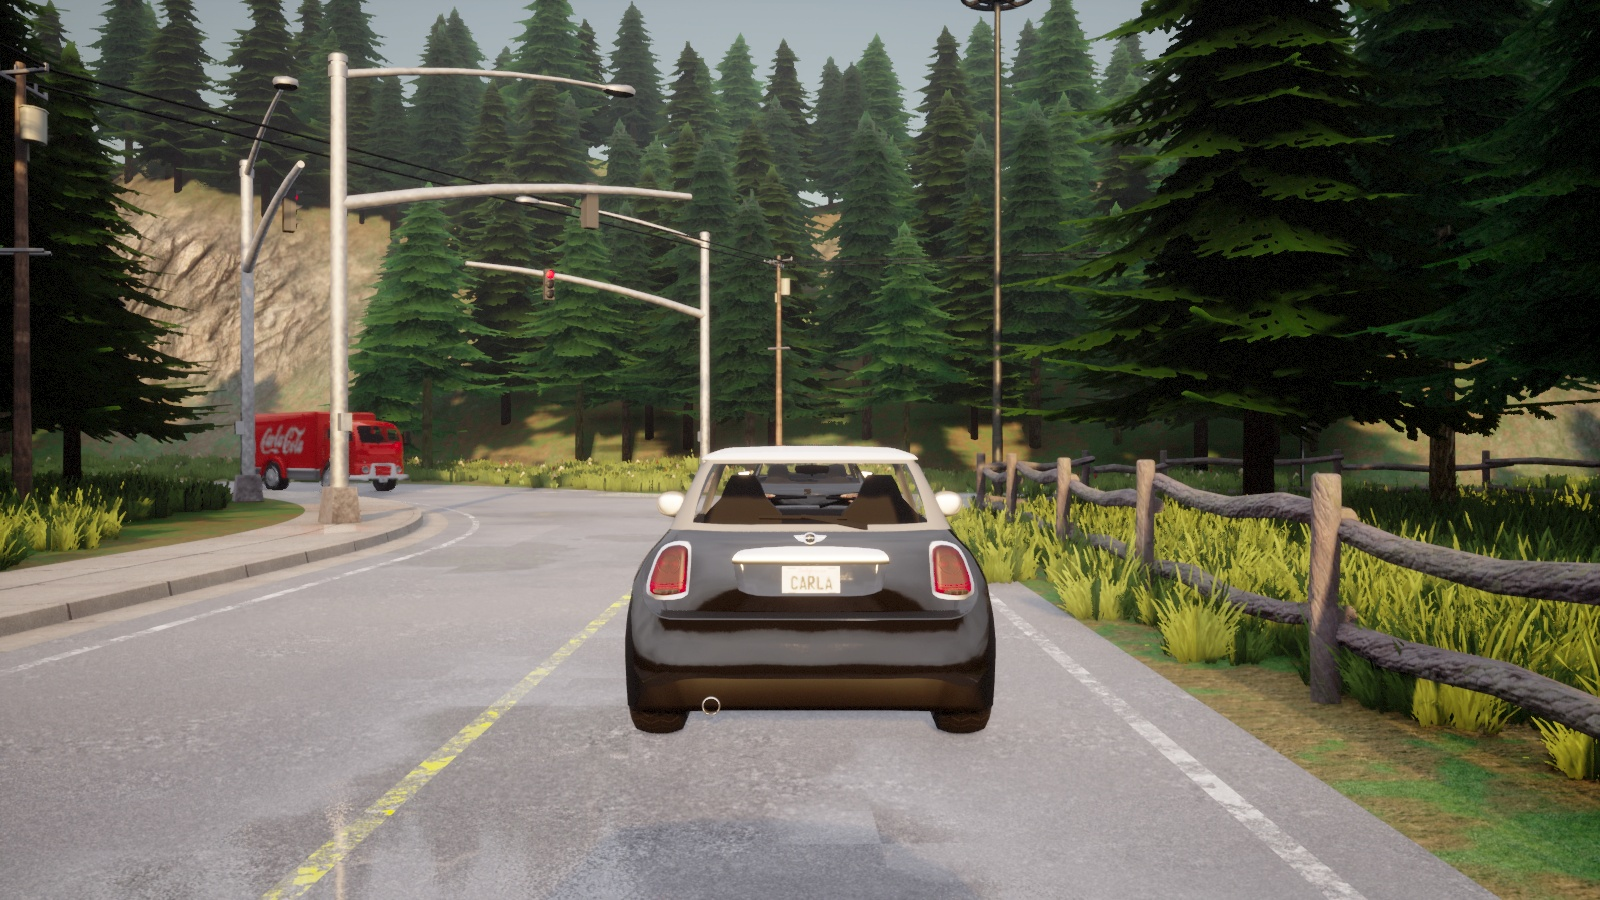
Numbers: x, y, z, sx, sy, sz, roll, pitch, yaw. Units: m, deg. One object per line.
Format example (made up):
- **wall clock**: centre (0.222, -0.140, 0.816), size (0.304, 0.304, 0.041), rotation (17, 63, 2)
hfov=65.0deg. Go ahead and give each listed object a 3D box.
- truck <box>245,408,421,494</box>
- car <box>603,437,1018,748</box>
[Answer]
- **truck**: centre (-14.455, 0.030, 38.813), size (5.204, 2.467, 2.627), rotation (0, 0, 35)
- **car**: centre (0.058, 0.668, 7.864), size (1.970, 1.475, 3.806), rotation (0, 0, 0)
